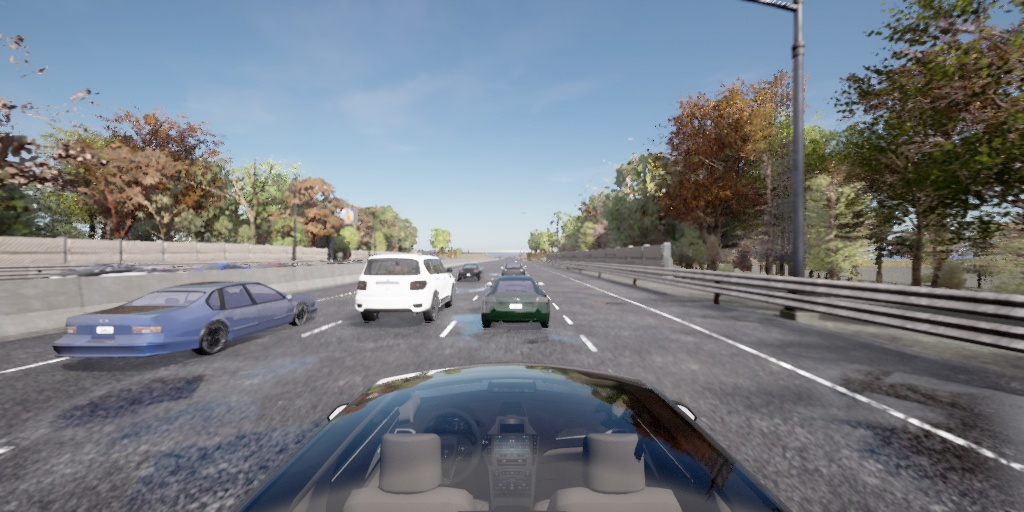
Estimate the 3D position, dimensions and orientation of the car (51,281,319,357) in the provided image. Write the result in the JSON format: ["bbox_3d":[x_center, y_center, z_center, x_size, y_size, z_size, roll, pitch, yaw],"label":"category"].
[{"bbox_3d":[-6.896,1.303,8.584,2.033,1.411,5.357,0,0,0],"label":"car"}]

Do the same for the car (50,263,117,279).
[{"bbox_3d":[-28.087,1.268,24.520,2.128,1.511,4.902,0,0,0],"label":"car"}]

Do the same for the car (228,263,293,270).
[{"bbox_3d":[-17.587,1.256,26.129,1.882,1.535,5.008,0,0,0],"label":"car"}]

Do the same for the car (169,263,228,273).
[{"bbox_3d":[-21.087,1.256,25.729,1.882,1.535,5.008,0,0,0],"label":"car"}]

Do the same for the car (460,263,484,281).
[{"bbox_3d":[-3.403,1.311,30.349,1.812,1.442,4.674,0,0,0],"label":"car"}]

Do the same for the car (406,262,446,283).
[{"bbox_3d":[-6.888,1.275,29.239,2.128,1.511,4.902,0,0,0],"label":"car"}]

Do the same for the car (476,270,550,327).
[{"bbox_3d":[0.104,1.323,11.625,1.994,1.385,4.181,0,0,0],"label":"car"}]

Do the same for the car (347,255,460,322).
[{"bbox_3d":[-3.395,0.981,12.459,2.150,2.045,5.566,0,0,0],"label":"car"}]

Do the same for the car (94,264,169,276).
[{"bbox_3d":[-24.590,1.377,24.397,1.895,1.301,4.718,0,0,0],"label":"car"}]

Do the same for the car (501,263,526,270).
[{"bbox_3d":[0.112,1.275,29.237,2.128,1.511,4.902,0,0,0],"label":"car"}]
